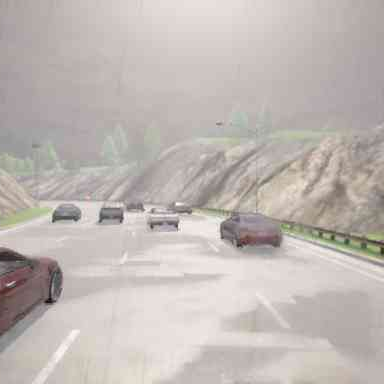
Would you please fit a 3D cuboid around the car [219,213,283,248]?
[{"bbox_3d":[2.545,1.634,15.196,1.994,1.385,4.181,0,0,-7],"label":"car"}]

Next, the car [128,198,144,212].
[{"bbox_3d":[-7.697,1.580,43.394,2.097,1.767,4.553,0,0,-20],"label":"car"}]

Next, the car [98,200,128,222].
[{"bbox_3d":[-6.698,1.639,27.509,2.128,1.511,4.902,0,0,-14],"label":"car"}]

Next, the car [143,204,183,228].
[{"bbox_3d":[-2.117,1.718,23.079,1.895,1.301,4.718,0,0,-11],"label":"car"}]

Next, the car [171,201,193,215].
[{"bbox_3d":[-1.447,1.726,35.872,2.033,1.411,5.357,0,0,-17],"label":"car"}]

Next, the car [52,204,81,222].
[{"bbox_3d":[-10.526,1.721,28.125,1.994,1.385,4.181,0,0,-15],"label":"car"}]

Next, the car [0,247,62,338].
[{"bbox_3d":[-3.602,1.558,5.228,1.812,1.442,4.674,0,0,-3],"label":"car"}]
